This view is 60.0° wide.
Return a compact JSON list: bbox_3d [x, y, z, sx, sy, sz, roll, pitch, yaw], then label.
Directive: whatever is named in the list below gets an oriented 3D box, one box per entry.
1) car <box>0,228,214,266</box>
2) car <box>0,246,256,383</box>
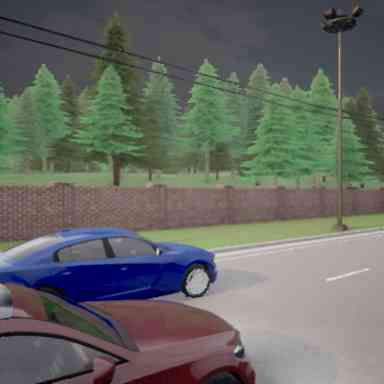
[{"bbox_3d":[-1.726,1.478,6.814,5.008,1.535,1.882,0,0,-35],"label":"car"},{"bbox_3d":[-1.570,1.526,2.645,4.674,1.442,1.812,0,0,-36],"label":"car"}]
